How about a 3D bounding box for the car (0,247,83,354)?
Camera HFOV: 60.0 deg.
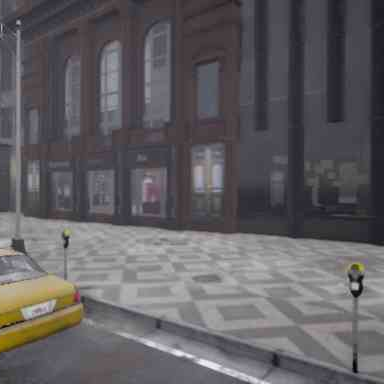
[{"bbox_3d":[-3.899,1.516,5.743,4.829,1.417,1.752,0,0,36],"label":"car"}]
